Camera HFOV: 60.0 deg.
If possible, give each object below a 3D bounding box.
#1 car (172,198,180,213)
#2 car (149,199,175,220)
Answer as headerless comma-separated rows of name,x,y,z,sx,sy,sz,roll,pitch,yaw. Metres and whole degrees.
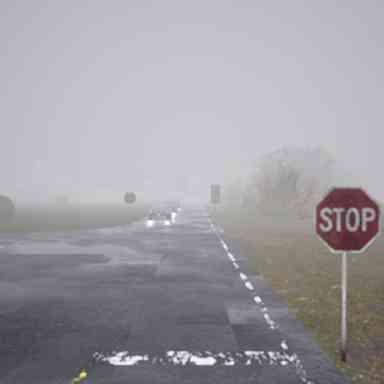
car,-2.794,1.759,40.327,1.994,1.385,4.181,0,0,-1
car,-2.797,1.668,30.322,1.812,1.442,4.674,0,0,0
